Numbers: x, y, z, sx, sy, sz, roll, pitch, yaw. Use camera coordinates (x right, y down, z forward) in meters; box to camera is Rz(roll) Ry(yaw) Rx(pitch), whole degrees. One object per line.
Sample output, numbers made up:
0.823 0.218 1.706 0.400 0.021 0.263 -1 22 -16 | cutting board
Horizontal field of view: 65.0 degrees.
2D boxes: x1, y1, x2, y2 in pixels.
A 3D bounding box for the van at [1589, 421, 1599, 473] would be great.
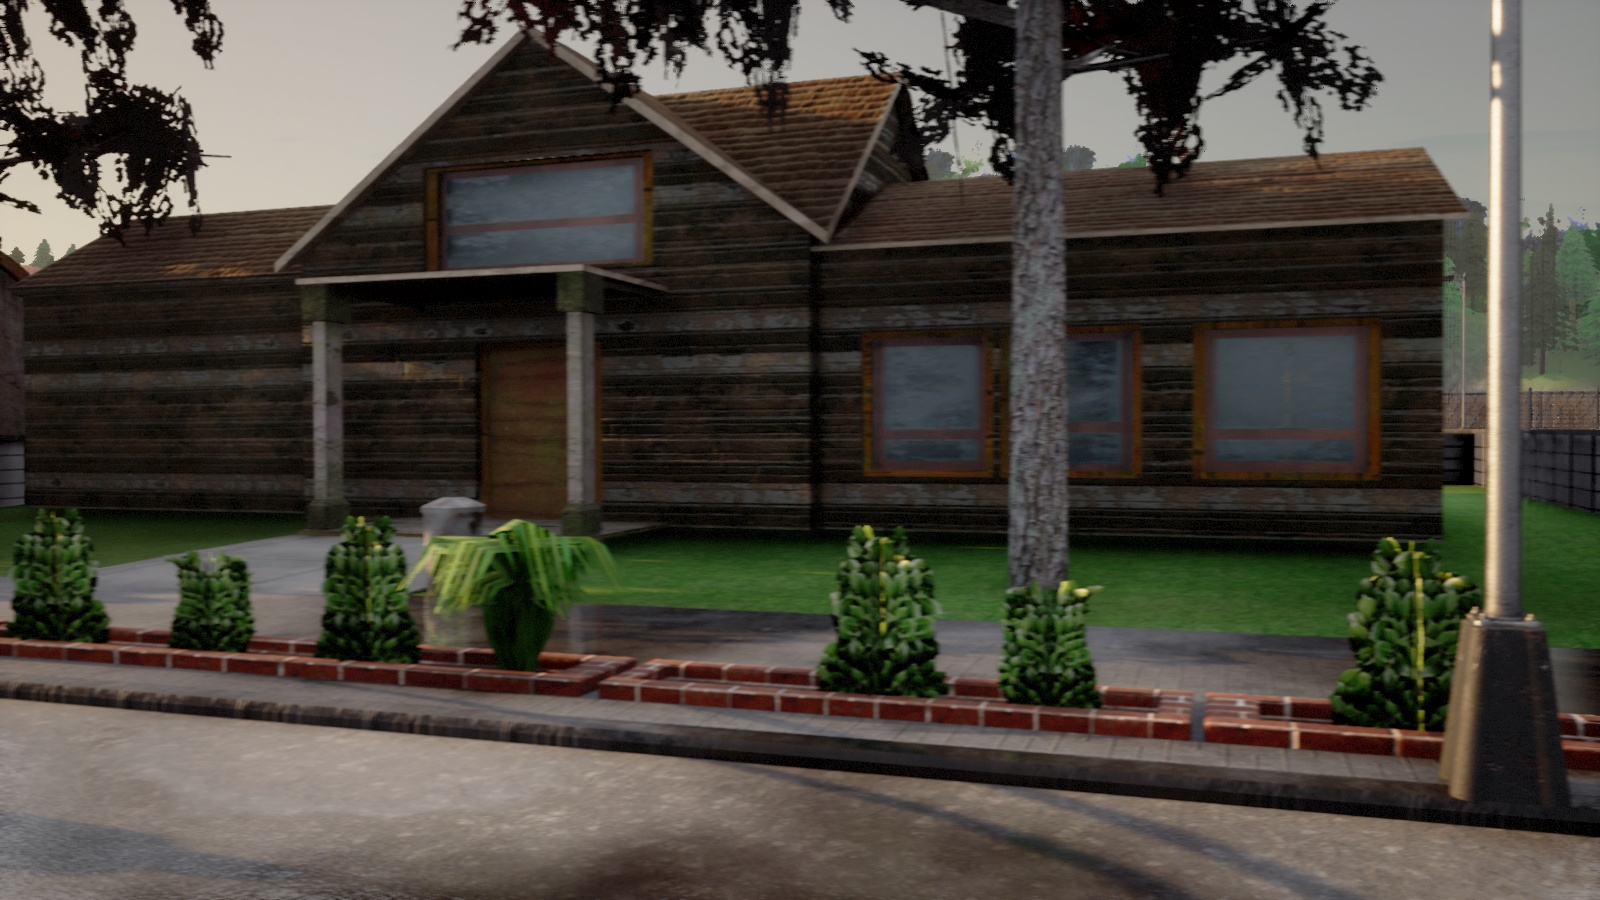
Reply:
33.587 -0.106 48.867 4.480 2.038 2.069 1 1 19 | van
